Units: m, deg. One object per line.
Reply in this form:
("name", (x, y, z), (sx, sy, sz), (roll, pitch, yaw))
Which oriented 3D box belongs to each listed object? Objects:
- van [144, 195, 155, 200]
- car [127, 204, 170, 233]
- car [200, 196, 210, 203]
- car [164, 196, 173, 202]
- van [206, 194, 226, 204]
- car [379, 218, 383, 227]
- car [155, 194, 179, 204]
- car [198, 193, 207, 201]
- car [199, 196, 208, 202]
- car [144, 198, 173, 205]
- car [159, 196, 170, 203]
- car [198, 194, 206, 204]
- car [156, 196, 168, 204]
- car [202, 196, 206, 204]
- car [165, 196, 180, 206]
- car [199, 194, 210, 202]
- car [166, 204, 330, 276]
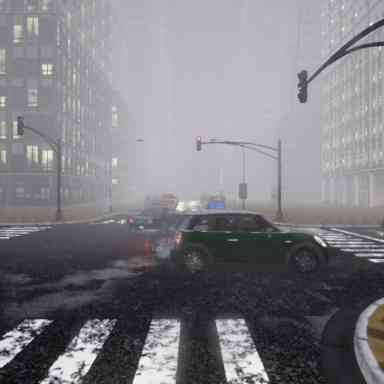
("van", (-5.752, 1.340, 47.049), (1.690, 1.788, 3.998), (0, 0, 0))
("car", (-1.673, 1.601, 19.755), (1.895, 1.301, 4.718), (0, 0, 28))
("car", (2.718, 1.542, 69.172), (1.887, 1.381, 4.507), (0, 0, 0))
("car", (-5.616, 1.577, 80.285), (1.802, 1.307, 4.206), (0, 0, 0))
("van", (2.696, 1.340, 35.940), (1.690, 1.788, 3.998), (0, 0, 0))
("car", (14.401, 1.685, 20.126), (5.357, 1.411, 2.033), (0, 0, -1))
("car", (-3.172, 1.221, 43.670), (2.150, 2.045, 5.566), (0, 0, 0))
("car", (2.788, 1.309, 85.790), (2.192, 1.841, 5.009), (0, 0, 0))
("car", (2.764, 1.561, 80.251), (1.947, 1.339, 4.313), (0, 0, 0))
("car", (-3.223, 1.600, 32.908), (1.895, 1.301, 4.718), (0, 0, 0))
("car", (-5.662, 1.548, 69.205), (2.008, 1.369, 4.403), (0, 0, 0))
("car", (2.696, 1.313, 63.633), (2.192, 1.841, 5.009), (0, 0, 0))
("car", (-5.685, 1.564, 63.667), (1.947, 1.339, 4.313), (0, 0, 0))
("car", (2.628, 1.544, 41.479), (1.887, 1.381, 4.507), (0, 0, 0))
("car", (-3.127, 1.491, 53.926), (2.128, 1.511, 4.902), (0, 0, 0))
("car", (2.742, 1.311, 74.712), (2.192, 1.841, 5.009), (0, 0, 0))
("car", (1.625, 1.357, 9.907), (4.553, 1.767, 2.097), (0, 0, -1))
